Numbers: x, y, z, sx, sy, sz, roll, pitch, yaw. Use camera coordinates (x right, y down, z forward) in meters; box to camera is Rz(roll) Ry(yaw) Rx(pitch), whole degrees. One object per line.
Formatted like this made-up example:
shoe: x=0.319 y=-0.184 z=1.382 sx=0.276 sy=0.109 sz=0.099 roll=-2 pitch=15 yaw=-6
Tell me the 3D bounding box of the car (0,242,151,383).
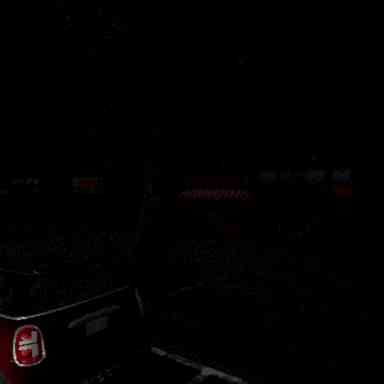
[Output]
car: x=-2.582 y=1.434 z=4.647 sx=4.097 sy=1.590 sz=1.967 roll=0 pitch=0 yaw=36
